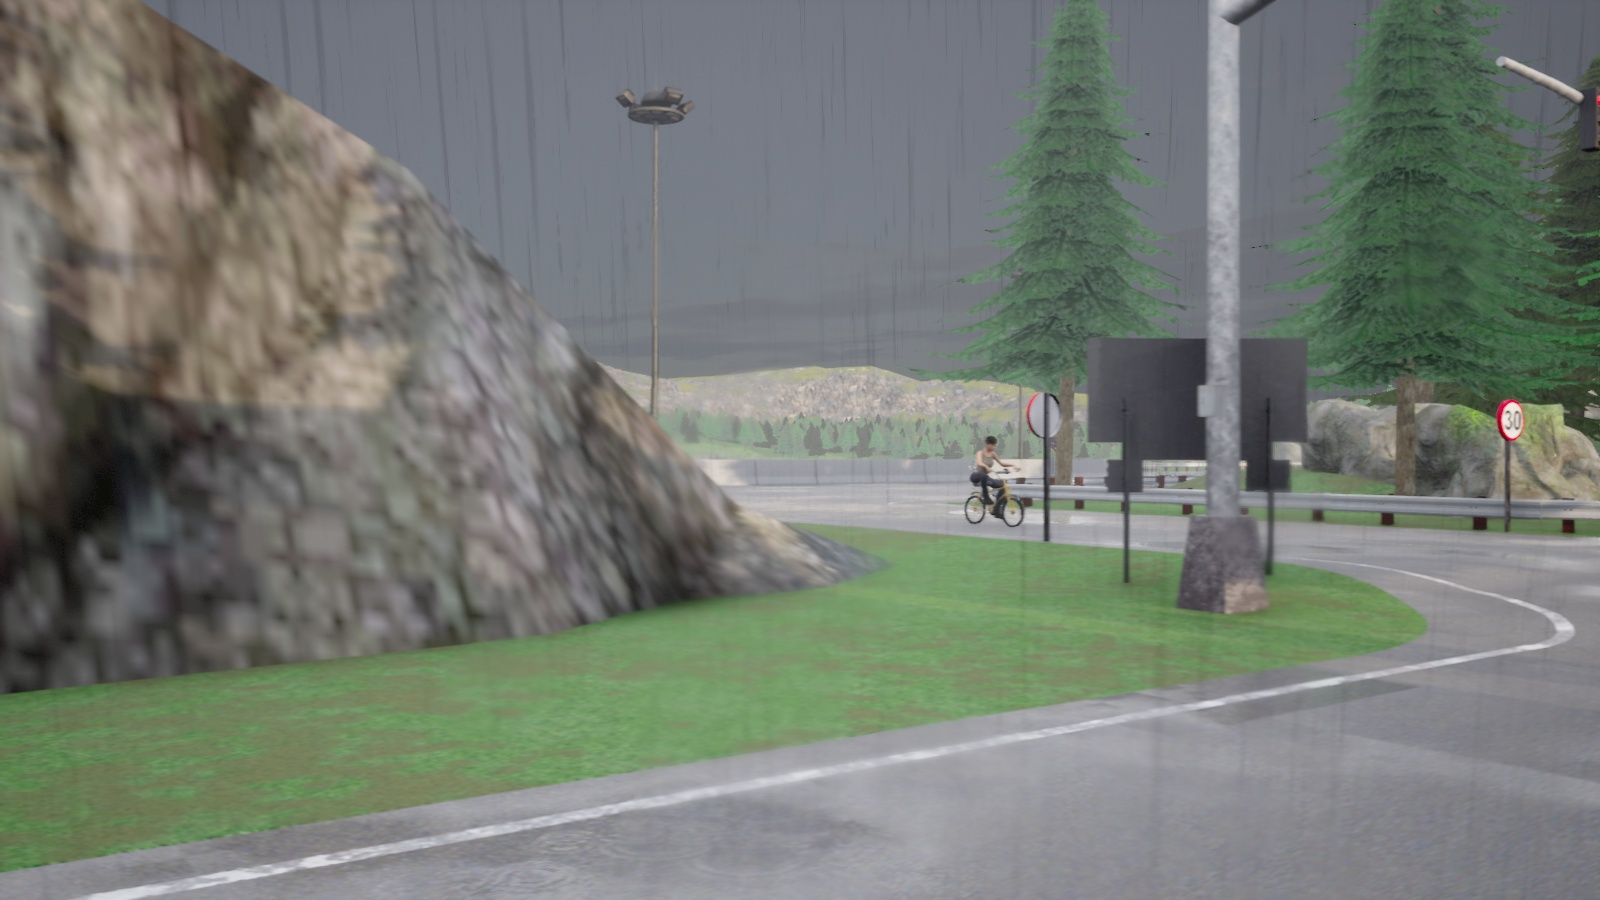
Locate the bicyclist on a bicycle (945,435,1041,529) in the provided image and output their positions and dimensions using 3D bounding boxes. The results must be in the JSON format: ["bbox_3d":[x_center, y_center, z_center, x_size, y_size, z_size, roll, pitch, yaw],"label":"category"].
[{"bbox_3d":[3.428,0.538,22.384,0.866,1.612,1.509,0,1,-36],"label":"bicyclist on a bicycle"}]
